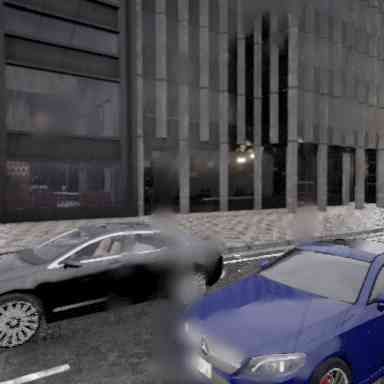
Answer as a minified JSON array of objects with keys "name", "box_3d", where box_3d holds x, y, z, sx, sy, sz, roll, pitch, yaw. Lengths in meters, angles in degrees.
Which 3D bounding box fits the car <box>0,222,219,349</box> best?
[{"name":"car","box_3d":[-1.652,1.343,6.033,4.902,1.511,2.128,0,1,-33]}]

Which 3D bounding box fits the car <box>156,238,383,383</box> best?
[{"name":"car","box_3d":[2.040,1.435,4.562,4.674,1.442,1.812,0,1,-34]}]
